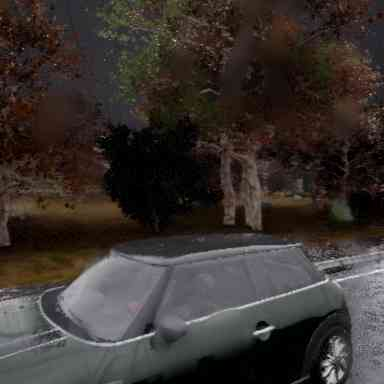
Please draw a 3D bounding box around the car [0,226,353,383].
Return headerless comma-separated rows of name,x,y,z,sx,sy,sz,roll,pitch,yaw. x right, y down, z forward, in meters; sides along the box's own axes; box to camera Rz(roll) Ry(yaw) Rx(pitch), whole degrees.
car,-0.343,1.332,3.573,4.553,1.767,2.097,0,0,-34
